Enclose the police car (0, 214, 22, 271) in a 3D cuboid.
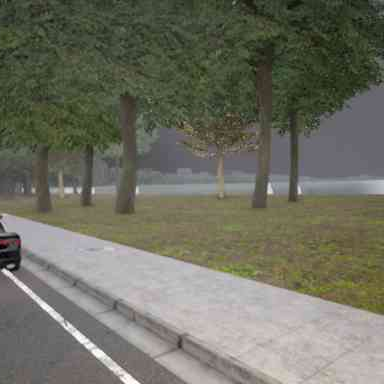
[{"bbox_3d":[-6.565,1.349,9.866,1.930,1.638,5.238,0,0,-40],"label":"police car"}]
